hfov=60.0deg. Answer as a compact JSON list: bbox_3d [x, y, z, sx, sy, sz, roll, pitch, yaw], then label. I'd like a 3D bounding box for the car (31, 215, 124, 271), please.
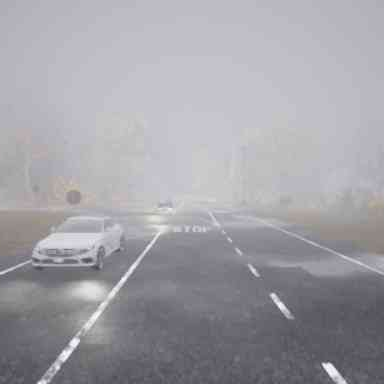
[{"bbox_3d":[-3.497,1.516,11.051,1.812,1.442,4.674,0,0,0],"label":"car"}]

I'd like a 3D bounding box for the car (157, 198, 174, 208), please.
[{"bbox_3d":[-3.517,1.500,44.868,1.994,1.385,4.181,1,-1,0],"label":"car"}]
